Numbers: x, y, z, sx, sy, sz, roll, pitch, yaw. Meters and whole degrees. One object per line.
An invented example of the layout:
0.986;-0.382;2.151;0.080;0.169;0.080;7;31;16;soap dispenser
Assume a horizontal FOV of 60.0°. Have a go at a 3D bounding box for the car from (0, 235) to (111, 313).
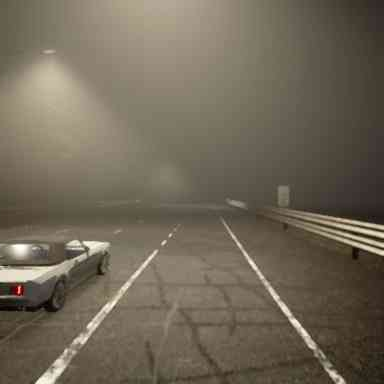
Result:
-3.403;1.675;7.814;1.895;1.301;4.718;0;-1;2;car
